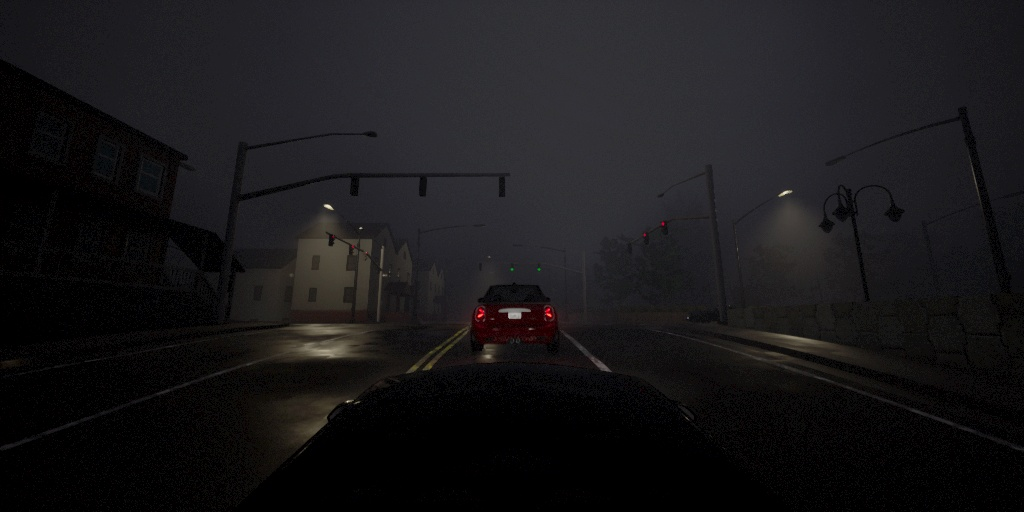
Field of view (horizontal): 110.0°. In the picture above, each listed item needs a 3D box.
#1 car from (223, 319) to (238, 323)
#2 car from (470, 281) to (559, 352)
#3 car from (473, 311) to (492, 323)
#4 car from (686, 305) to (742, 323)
[{"bbox_3d":[-19.883,5.140,24.884,5.008,1.535,1.882,-9,-10,0],"label":"car"},{"bbox_3d":[0.064,1.585,10.318,2.097,1.767,4.553,-1,-5,0],"label":"car"},{"bbox_3d":[-3.586,7.622,44.566,1.994,1.385,4.181,0,-10,0],"label":"car"},{"bbox_3d":[16.320,4.609,28.261,4.902,1.511,2.128,0,-10,1],"label":"car"}]
